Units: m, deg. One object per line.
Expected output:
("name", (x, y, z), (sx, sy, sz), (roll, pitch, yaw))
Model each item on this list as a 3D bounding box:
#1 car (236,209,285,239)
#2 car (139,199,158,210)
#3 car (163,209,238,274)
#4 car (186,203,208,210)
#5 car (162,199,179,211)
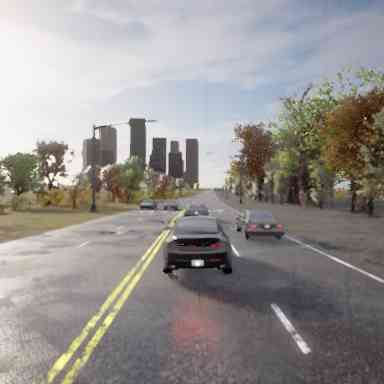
("car", (3.491, 1.625, 17.854), (2.033, 1.411, 5.357), (0, 0, 0))
("car", (-5.879, 1.729, 45.545), (2.033, 1.411, 5.357), (0, 0, 2))
("car", (0.151, 1.513, 10.562), (1.837, 1.490, 4.892), (-1, -1, 0))
("car", (0.394, 1.628, 28.358), (1.994, 1.385, 4.181), (1, 0, 1))
("car", (-2.703, 1.682, 43.343), (1.837, 1.490, 4.892), (0, -1, 2))
